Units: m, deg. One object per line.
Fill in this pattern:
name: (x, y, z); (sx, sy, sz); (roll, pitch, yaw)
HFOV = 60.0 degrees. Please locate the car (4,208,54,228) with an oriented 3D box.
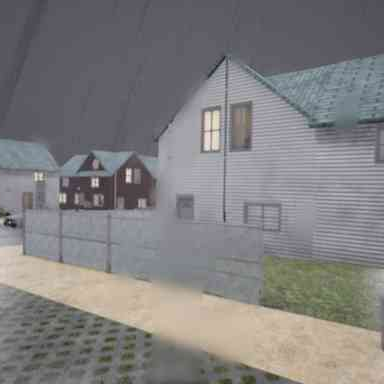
car: (-10.434, 1.799, 22.830); (1.994, 1.385, 4.181); (2, 0, 37)

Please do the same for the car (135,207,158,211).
car: (-4.509, 2.053, 30.835); (1.895, 1.301, 4.718); (2, 0, 37)
